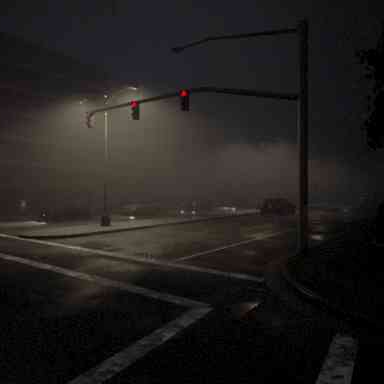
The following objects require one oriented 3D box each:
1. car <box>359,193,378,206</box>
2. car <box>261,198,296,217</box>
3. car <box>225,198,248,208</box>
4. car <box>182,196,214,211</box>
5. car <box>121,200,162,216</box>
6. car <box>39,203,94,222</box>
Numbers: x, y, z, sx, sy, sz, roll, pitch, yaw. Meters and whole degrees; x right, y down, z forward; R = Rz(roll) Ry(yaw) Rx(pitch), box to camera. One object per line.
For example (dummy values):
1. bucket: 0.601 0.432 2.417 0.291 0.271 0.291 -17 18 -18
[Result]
1. car: 28.732 1.221 54.038 2.150 2.045 5.566 0 0 36
2. car: 8.343 1.352 31.875 2.097 1.767 4.553 0 0 36
3. car: 6.616 1.564 49.394 1.994 1.385 4.181 0 0 35
4. car: 0.779 1.352 41.364 2.097 1.767 4.553 0 0 36
5. car: -4.951 1.524 33.467 1.812 1.442 4.674 0 0 36
6. car: -9.941 1.564 26.585 1.994 1.385 4.181 0 0 36
